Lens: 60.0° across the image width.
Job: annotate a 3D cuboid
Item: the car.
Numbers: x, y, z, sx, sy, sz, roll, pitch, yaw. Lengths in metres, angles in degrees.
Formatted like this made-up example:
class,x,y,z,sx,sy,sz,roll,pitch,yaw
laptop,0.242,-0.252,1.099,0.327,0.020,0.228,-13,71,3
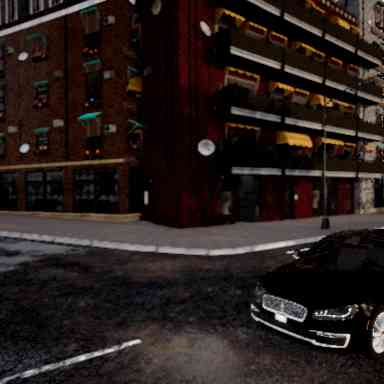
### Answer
class,x,y,z,sx,sy,sz,roll,pitch,yaw
car,3.187,1.484,6.029,4.892,1.490,1.837,0,0,-36
